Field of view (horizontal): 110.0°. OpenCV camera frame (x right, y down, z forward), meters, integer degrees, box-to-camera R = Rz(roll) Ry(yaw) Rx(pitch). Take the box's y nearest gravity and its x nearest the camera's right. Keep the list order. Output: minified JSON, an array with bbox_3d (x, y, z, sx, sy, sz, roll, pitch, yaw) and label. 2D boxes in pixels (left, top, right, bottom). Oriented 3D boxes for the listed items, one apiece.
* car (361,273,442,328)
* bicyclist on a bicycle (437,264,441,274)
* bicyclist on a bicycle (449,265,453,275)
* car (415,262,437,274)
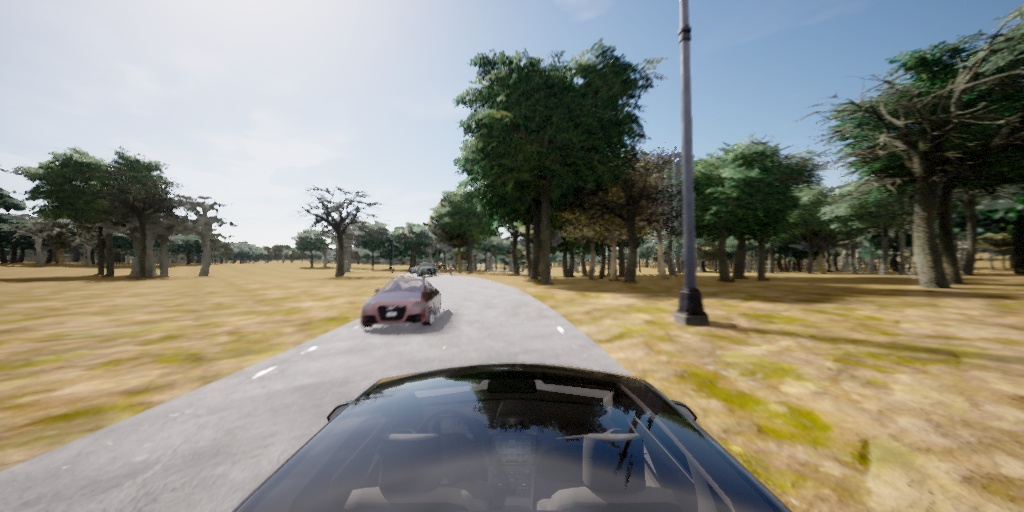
[{"bbox_3d":[-3.515,1.464,12.054,1.994,1.385,4.181,-1,-1,-4],"label":"car"},{"bbox_3d":[-12.915,2.337,63.398,0.659,1.776,1.843,1,-2,-23],"label":"bicyclist on a bicycle"},{"bbox_3d":[-9.495,2.155,55.235,0.866,1.612,1.509,-1,-1,-23],"label":"bicyclist on a bicycle"},{"bbox_3d":[-12.290,1.925,51.702,2.150,2.045,5.566,-1,-1,-20],"label":"car"}]
